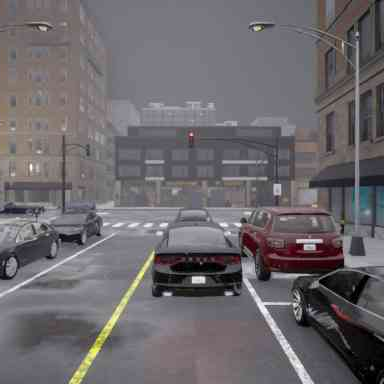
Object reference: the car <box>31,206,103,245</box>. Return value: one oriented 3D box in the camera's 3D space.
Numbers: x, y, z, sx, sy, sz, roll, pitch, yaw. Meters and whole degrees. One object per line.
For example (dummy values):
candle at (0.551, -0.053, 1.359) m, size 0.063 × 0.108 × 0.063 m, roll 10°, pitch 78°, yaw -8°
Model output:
car at (-5.409, 1.566, 15.467) m, size 1.947 × 1.339 × 4.313 m, roll 0°, pitch 0°, yaw 0°

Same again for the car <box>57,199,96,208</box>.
car at (-13.016, 1.509, 37.673) m, size 4.181 × 1.385 × 1.994 m, roll 0°, pitch 0°, yaw 0°

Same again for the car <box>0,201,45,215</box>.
car at (-16.207, 1.531, 30.951) m, size 4.718 × 1.301 × 1.895 m, roll 0°, pitch 0°, yaw 0°

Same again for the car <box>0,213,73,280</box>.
car at (-5.402, 1.551, 9.804) m, size 2.008 × 1.369 × 4.403 m, roll 0°, pitch 0°, yaw 0°

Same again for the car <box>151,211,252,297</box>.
car at (0.062, 1.478, 8.634) m, size 1.882 × 1.535 × 5.008 m, roll 0°, pitch 0°, yaw -1°

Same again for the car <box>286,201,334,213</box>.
car at (13.331, 1.676, 37.824) m, size 4.718 × 1.301 × 1.895 m, roll 0°, pitch 0°, yaw 0°

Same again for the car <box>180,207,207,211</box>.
car at (0.059, 1.505, 16.137) m, size 1.837 × 1.490 × 4.892 m, roll 0°, pitch 0°, yaw 0°

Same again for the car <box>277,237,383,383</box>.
car at (2.631, 1.566, 4.153) m, size 1.947 × 1.339 × 4.313 m, roll 0°, pitch 0°, yaw 0°

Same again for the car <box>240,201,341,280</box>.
car at (2.623, 1.315, 9.815) m, size 2.192 × 1.841 × 5.009 m, roll 0°, pitch 0°, yaw 0°
